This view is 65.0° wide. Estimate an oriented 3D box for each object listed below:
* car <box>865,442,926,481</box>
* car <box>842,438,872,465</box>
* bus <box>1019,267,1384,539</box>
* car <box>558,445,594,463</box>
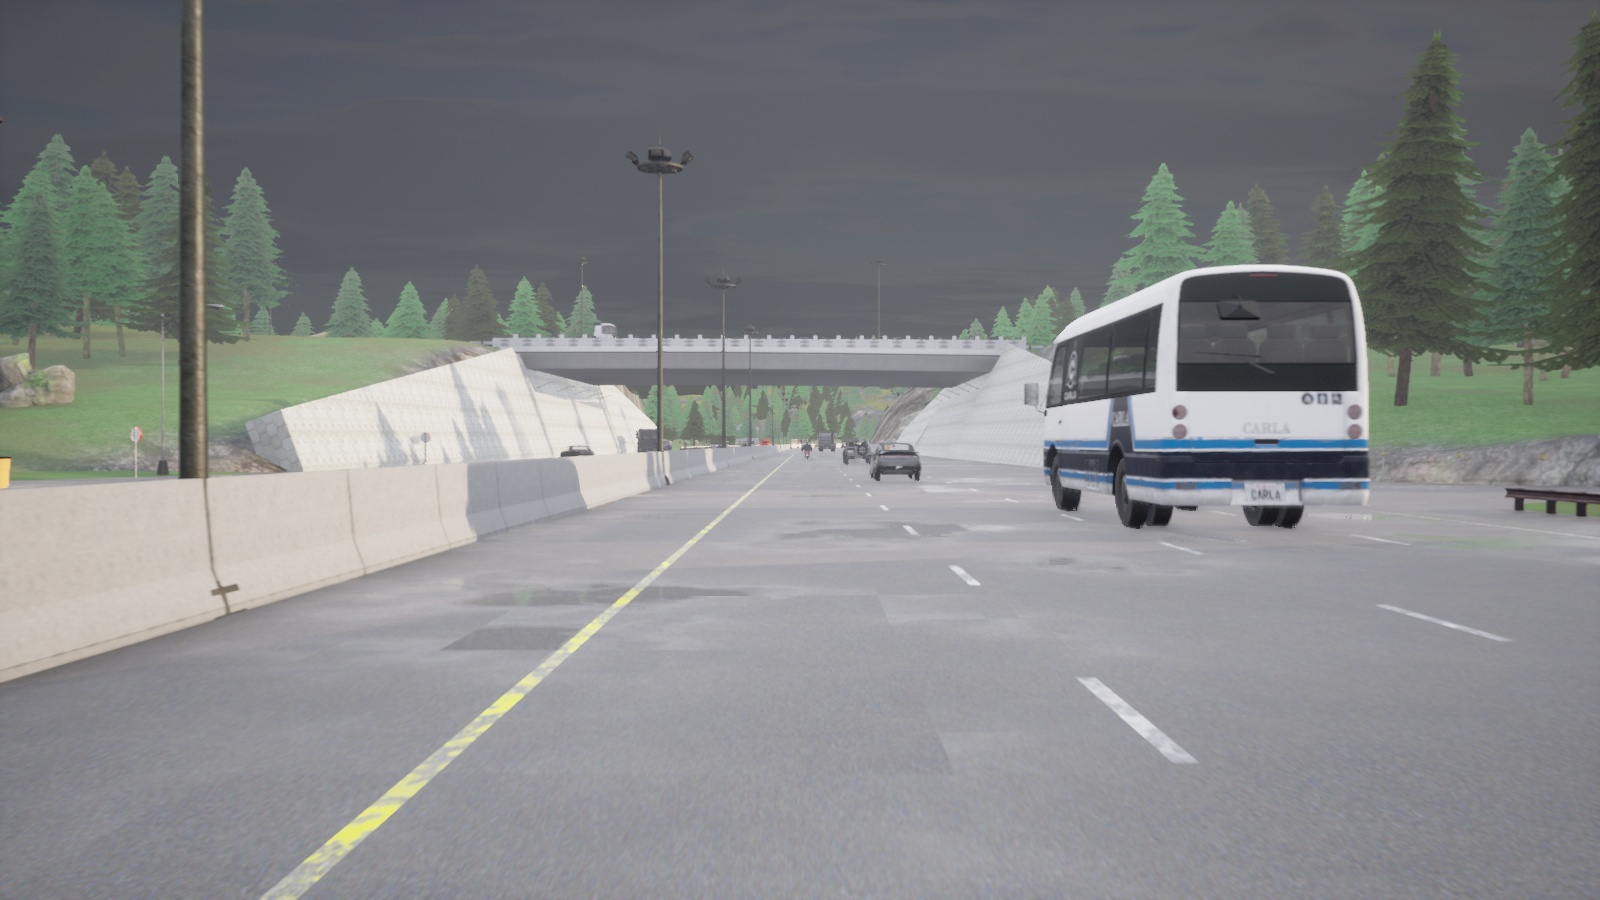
[{"bbox_3d":[3.804,0.419,50.844,2.128,1.511,4.902,0,0,0],"label":"car"},{"bbox_3d":[4.020,0.067,88.655,1.932,1.855,4.605,0,0,0],"label":"car"},{"bbox_3d":[7.157,-0.764,24.726,3.944,4.253,10.273,0,0,0],"label":"bus"},{"bbox_3d":[-16.943,0.296,95.262,1.895,1.301,4.718,0,0,0],"label":"car"}]
